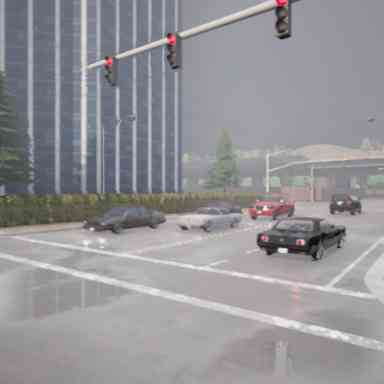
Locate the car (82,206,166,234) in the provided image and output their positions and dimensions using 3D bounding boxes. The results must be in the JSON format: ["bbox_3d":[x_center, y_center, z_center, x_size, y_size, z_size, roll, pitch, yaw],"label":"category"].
[{"bbox_3d":[-3.710,1.522,19.402,2.033,1.411,5.357,0,0,33],"label":"car"}]

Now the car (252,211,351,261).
[{"bbox_3d":[4.271,1.589,12.436,1.895,1.301,4.718,0,0,38],"label":"car"}]

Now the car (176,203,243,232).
[{"bbox_3d":[1.106,1.578,20.002,1.895,1.301,4.718,0,0,36],"label":"car"}]

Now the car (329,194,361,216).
[{"bbox_3d":[15.354,1.193,33.254,2.150,2.045,5.566,0,0,36],"label":"car"}]

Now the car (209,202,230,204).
[{"bbox_3d":[2.260,1.516,27.517,2.033,1.411,5.357,0,0,36],"label":"car"}]

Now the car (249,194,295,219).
[{"bbox_3d":[6.779,1.193,27.764,2.150,2.045,5.566,0,0,36],"label":"car"}]

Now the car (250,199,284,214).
[{"bbox_3d":[8.047,1.528,35.403,1.994,1.385,4.181,0,0,36],"label":"car"}]
